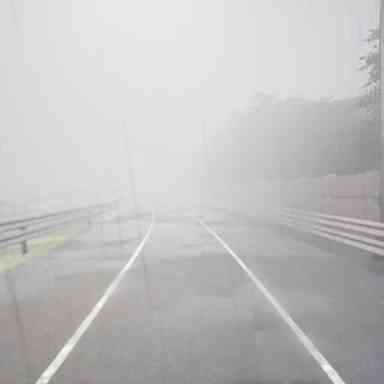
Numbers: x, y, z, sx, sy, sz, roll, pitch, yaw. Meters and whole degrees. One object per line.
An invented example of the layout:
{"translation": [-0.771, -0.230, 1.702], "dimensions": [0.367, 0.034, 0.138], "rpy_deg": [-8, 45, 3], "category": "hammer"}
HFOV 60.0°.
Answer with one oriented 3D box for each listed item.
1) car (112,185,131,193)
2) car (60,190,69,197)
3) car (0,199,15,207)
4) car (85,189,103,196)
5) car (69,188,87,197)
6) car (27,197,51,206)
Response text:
{"translation": [-19.695, -0.493, 92.699], "dimensions": [2.033, 1.411, 5.357], "rpy_deg": [0, 3, 8], "category": "car"}
{"translation": [-28.936, 0.324, 77.634], "dimensions": [2.128, 1.511, 4.902], "rpy_deg": [0, 3, 8], "category": "car"}
{"translation": [-29.314, 1.825, 50.437], "dimensions": [2.033, 1.411, 5.357], "rpy_deg": [0, 3, 8], "category": "car"}
{"translation": [-22.008, 0.323, 76.631], "dimensions": [1.837, 1.490, 4.892], "rpy_deg": [0, 3, 8], "category": "car"}
{"translation": [-25.468, 0.034, 77.154], "dimensions": [2.150, 2.045, 5.566], "rpy_deg": [0, 3, 8], "category": "car"}
{"translation": [-25.137, 1.505, 54.886], "dimensions": [2.128, 1.511, 4.902], "rpy_deg": [0, 3, 8], "category": "car"}
